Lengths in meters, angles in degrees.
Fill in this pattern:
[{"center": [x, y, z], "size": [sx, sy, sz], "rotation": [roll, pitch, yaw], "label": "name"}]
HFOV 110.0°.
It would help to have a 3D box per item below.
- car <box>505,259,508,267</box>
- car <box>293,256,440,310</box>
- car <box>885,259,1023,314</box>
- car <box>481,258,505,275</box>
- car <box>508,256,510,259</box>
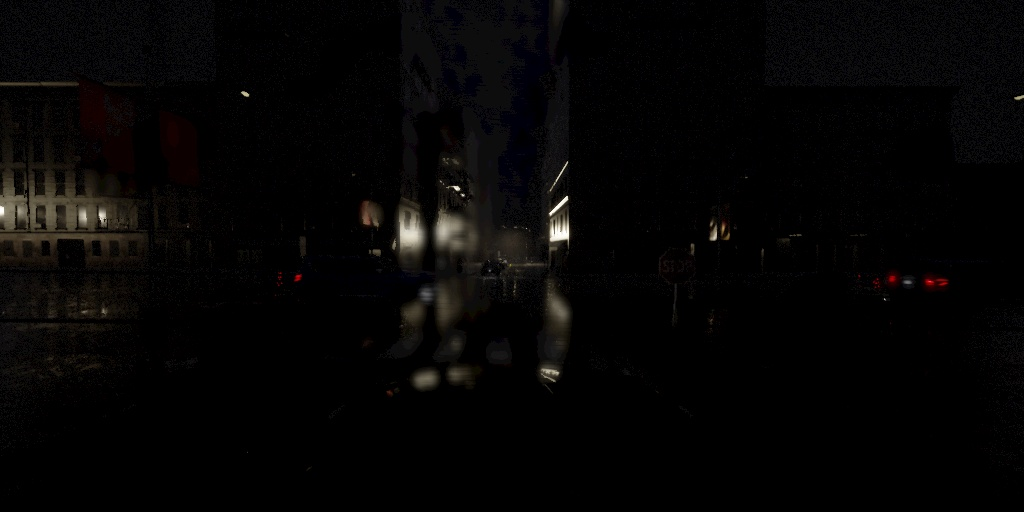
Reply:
[{"center": [-2.018, 1.187, 50.564], "size": [2.128, 1.511, 4.902], "rotation": [0, 0, 1], "label": "car"}, {"center": [-5.786, 1.015, 14.588], "size": [5.566, 2.045, 2.150], "rotation": [0, 1, 0], "label": "car"}, {"center": [18.747, 1.147, 14.538], "size": [5.566, 2.045, 2.150], "rotation": [0, 1, 0], "label": "car"}, {"center": [-2.173, 1.211, 38.317], "size": [2.128, 1.511, 4.902], "rotation": [0, 0, 1], "label": "car"}, {"center": [-1.817, 1.177, 65.405], "size": [1.812, 1.442, 4.674], "rotation": [0, 0, 1], "label": "car"}]
